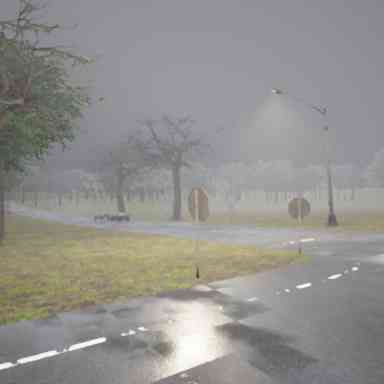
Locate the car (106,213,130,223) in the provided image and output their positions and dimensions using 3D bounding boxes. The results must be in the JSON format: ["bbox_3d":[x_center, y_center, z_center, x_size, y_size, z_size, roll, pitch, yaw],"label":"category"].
[{"bbox_3d":[-11.844,4.095,54.111,1.882,1.535,5.008,-2,-2,-34],"label":"car"}]

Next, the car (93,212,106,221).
[{"bbox_3d":[-16.590,4.469,61.016,1.837,1.490,4.892,-2,-1,-34],"label":"car"}]
